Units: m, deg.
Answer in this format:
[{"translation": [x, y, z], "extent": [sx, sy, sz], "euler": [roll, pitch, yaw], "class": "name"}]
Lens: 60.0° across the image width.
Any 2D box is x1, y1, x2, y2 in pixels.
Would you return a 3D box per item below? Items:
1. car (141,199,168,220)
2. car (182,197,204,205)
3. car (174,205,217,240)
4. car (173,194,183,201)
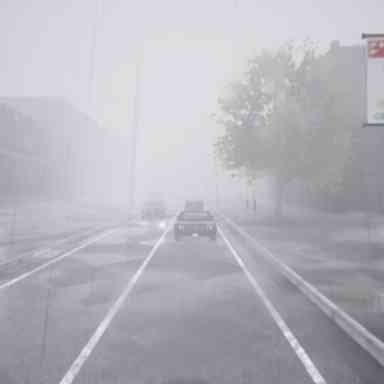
[{"translation": [-2.996, 1.383, 27.127], "extent": [1.837, 1.490, 4.892], "euler": [0, 1, 0], "class": "car"}, {"translation": [0.231, 1.286, 34.973], "extent": [1.882, 1.535, 5.008], "euler": [0, 1, 0], "class": "car"}, {"translation": [0.162, 1.553, 16.662], "extent": [1.895, 1.301, 4.718], "euler": [0, 0, 0], "class": "car"}, {"translation": [-2.740, 1.127, 68.543], "extent": [1.994, 1.385, 4.181], "euler": [0, 0, 0], "class": "car"}]
